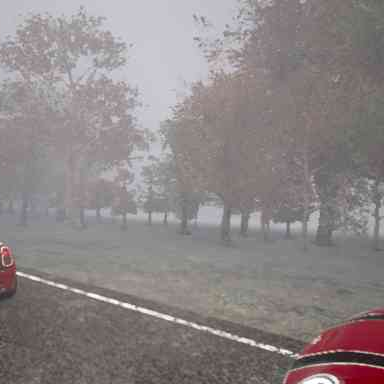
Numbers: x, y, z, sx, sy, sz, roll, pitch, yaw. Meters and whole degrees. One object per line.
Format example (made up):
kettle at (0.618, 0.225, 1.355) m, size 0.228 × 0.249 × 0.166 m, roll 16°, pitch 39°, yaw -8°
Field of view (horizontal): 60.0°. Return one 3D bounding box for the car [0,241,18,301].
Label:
car at (-5.671, 1.286, 6.959) m, size 4.553 × 1.767 × 2.097 m, roll 1°, pitch 0°, yaw 36°

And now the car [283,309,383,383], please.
car at (2.751, 1.362, 1.732) m, size 4.553 × 1.767 × 2.097 m, roll 1°, pitch 0°, yaw 35°
